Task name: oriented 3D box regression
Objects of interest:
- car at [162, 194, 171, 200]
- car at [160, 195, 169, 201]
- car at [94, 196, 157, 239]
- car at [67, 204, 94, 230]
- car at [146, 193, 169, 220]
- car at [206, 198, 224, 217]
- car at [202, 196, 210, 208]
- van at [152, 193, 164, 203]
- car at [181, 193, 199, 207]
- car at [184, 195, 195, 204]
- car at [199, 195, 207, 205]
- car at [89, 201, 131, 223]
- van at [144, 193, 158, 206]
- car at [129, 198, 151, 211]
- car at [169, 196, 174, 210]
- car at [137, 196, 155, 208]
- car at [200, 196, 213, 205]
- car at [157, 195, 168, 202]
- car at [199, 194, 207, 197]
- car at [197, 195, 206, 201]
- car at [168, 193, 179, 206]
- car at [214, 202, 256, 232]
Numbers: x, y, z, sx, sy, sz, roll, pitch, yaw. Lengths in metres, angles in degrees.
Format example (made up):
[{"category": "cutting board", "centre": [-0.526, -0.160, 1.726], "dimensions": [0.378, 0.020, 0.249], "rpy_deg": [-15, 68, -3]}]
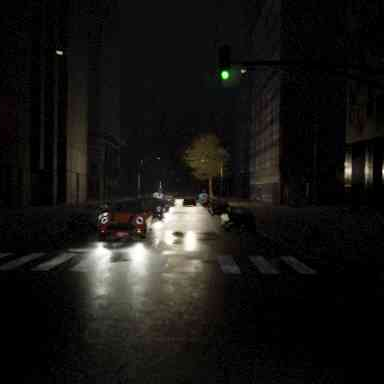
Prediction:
[{"category": "car", "centre": [-6.364, 1.263, 82.413], "dimensions": [1.887, 1.381, 4.507], "rpy_deg": [1, 0, 0]}, {"category": "car", "centre": [-6.322, 1.310, 77.000], "dimensions": [1.802, 1.307, 4.206], "rpy_deg": [1, 0, 0]}, {"category": "car", "centre": [-3.165, 1.258, 16.808], "dimensions": [2.097, 1.767, 4.553], "rpy_deg": [1, 0, -1]}, {"category": "car", "centre": [-5.880, 1.410, 19.545], "dimensions": [2.008, 1.369, 4.403], "rpy_deg": [1, 0, 0]}, {"category": "car", "centre": [-3.257, 1.232, 26.552], "dimensions": [2.097, 1.767, 4.553], "rpy_deg": [1, 0, 0]}, {"category": "car", "centre": [2.560, 1.500, 30.496], "dimensions": [1.887, 1.381, 4.507], "rpy_deg": [1, 0, 0]}, {"category": "car", "centre": [2.518, 1.493, 35.941], "dimensions": [2.008, 1.369, 4.403], "rpy_deg": [1, 0, 0]}, {"category": "van", "centre": [-6.195, 1.102, 60.761], "dimensions": [1.690, 1.788, 3.998], "rpy_deg": [1, 0, 0]}, {"category": "car", "centre": [-0.338, 1.350, 48.448], "dimensions": [1.882, 1.535, 5.008], "rpy_deg": [1, 0, 0]}, {"category": "car", "centre": [-0.418, 1.375, 58.872], "dimensions": [1.812, 1.442, 4.674], "rpy_deg": [1, 0, 0]}, {"category": "car", "centre": [2.442, 1.469, 45.812], "dimensions": [2.008, 1.369, 4.403], "rpy_deg": [1, 0, 0]}, {"category": "car", "centre": [-5.919, 1.397, 24.537], "dimensions": [2.008, 1.369, 4.403], "rpy_deg": [1, 0, 0]}, {"category": "van", "centre": [-6.111, 1.126, 49.934], "dimensions": [1.690, 1.788, 3.998], "rpy_deg": [1, 0, 0]}, {"category": "car", "centre": [-6.031, 1.376, 39.109], "dimensions": [1.947, 1.339, 4.313], "rpy_deg": [1, 0, 0]}, {"category": "car", "centre": [-3.335, 1.456, 36.433], "dimensions": [1.895, 1.301, 4.718], "rpy_deg": [1, 0, 0]}, {"category": "car", "centre": [-6.071, 1.323, 44.352], "dimensions": [1.752, 1.417, 4.829], "rpy_deg": [1, 0, 0]}, {"category": "car", "centre": [2.361, 1.461, 56.391], "dimensions": [1.947, 1.339, 4.313], "rpy_deg": [1, 0, 0]}, {"category": "car", "centre": [-6.280, 1.290, 71.587], "dimensions": [2.008, 1.369, 4.403], "rpy_deg": [1, 0, 0]}, {"category": "car", "centre": [2.400, 1.431, 51.271], "dimensions": [1.752, 1.417, 4.829], "rpy_deg": [1, 0, 0]}, {"category": "car", "centre": [2.198, 1.403, 77.545], "dimensions": [2.008, 1.369, 4.403], "rpy_deg": [1, 0, 0]}, {"category": "car", "centre": [-3.378, 1.323, 46.758], "dimensions": [2.128, 1.511, 4.902], "rpy_deg": [1, 0, 0]}, {"category": "car", "centre": [2.644, 1.535, 19.608], "dimensions": [2.008, 1.369, 4.403], "rpy_deg": [1, 0, 0]}]
